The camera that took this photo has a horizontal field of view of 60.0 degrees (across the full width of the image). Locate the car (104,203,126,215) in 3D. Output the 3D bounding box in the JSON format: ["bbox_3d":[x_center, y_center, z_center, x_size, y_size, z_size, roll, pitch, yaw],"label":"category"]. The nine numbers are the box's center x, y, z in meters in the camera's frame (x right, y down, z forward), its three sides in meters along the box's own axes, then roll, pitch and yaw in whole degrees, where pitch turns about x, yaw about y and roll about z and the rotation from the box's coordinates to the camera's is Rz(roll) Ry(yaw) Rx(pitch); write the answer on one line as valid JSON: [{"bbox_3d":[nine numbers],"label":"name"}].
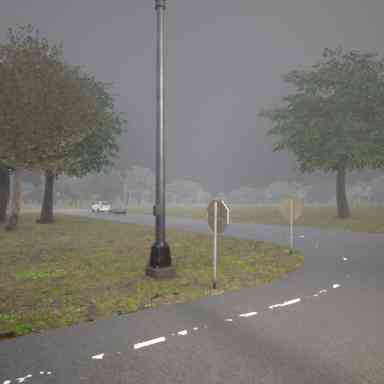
[{"bbox_3d":[-12.409,3.001,54.796,1.994,1.385,4.181,2,-2,-33],"label":"car"}]

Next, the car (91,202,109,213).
[{"bbox_3d":[-16.723,2.786,61.239,2.150,2.045,5.566,2,-2,-34],"label":"car"}]
